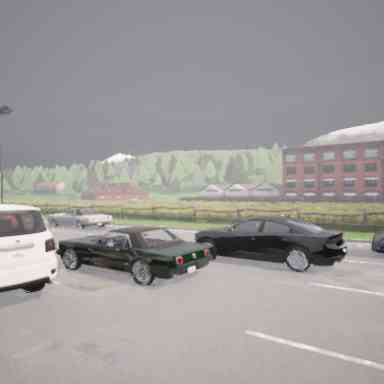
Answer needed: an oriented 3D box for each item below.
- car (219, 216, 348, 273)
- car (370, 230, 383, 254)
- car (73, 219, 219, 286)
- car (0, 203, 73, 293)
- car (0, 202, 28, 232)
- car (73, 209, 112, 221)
[{"bbox_3d":[2.339,1.513,10.922,5.008,1.535,1.882,0,0,36],"label":"car"},{"bbox_3d":[8.281,1.560,10.979,4.181,1.385,1.994,0,0,36],"label":"car"},{"bbox_3d":[-1.811,1.659,9.582,4.718,1.301,1.895,-1,0,36],"label":"car"},{"bbox_3d":[-5.516,1.298,7.927,5.566,2.045,2.150,0,0,36],"label":"car"},{"bbox_3d":[-13.011,1.544,21.868,4.553,1.767,2.097,-1,0,35],"label":"car"},{"bbox_3d":[-7.626,1.760,22.327,4.718,1.301,1.895,-1,0,35],"label":"car"}]
